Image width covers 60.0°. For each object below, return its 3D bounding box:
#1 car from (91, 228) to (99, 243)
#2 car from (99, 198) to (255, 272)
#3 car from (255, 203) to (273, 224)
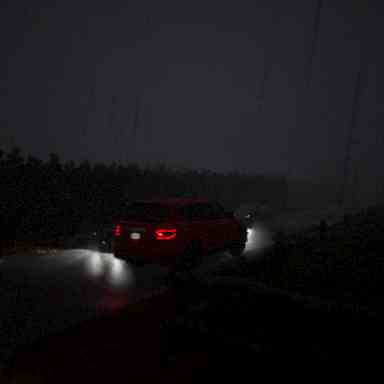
[{"bbox_3d":[-1.800,1.541,14.849,2.033,1.411,5.357,0,0,36],"label":"car"},{"bbox_3d":[-0.070,1.217,10.778,2.150,2.045,5.566,0,0,31],"label":"car"},{"bbox_3d":[4.123,1.511,23.102,1.812,1.442,4.674,0,0,35],"label":"car"}]
